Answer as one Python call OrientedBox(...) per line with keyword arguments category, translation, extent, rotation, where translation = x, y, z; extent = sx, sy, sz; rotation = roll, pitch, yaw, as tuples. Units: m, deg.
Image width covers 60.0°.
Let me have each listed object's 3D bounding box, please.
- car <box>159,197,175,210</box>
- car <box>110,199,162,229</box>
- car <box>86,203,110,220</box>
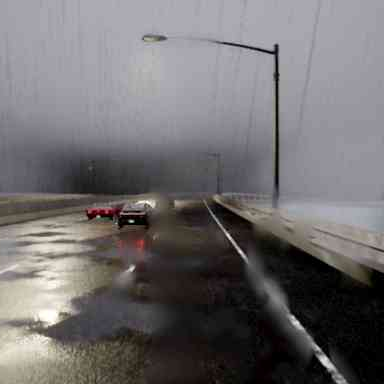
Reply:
OrientedBox(category="car", translation=(-3.112, 1.328, 39.430), extent=(1.837, 1.490, 4.892), rotation=(0, 0, 1))
OrientedBox(category="car", translation=(-3.316, 1.398, 20.732), extent=(2.128, 1.511, 4.902), rotation=(0, 0, 0))
OrientedBox(category="car", translation=(-6.770, 1.482, 26.340), extent=(1.895, 1.301, 4.718), rotation=(0, 0, 1))
